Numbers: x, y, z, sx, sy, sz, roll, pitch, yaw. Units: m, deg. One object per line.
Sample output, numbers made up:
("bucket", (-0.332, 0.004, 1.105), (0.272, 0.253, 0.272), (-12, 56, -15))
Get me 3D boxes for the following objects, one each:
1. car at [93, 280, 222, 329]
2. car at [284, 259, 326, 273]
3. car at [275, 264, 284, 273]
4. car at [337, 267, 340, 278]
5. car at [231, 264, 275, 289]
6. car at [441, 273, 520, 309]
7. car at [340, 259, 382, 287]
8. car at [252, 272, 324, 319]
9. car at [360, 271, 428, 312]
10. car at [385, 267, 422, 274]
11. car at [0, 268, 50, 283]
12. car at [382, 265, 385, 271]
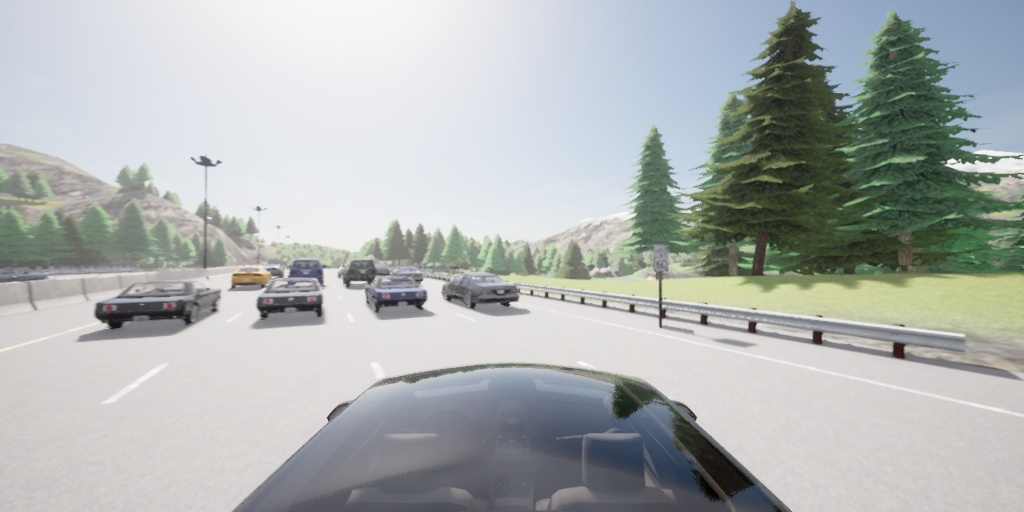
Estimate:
("car", (-11.210, 1.446, 11.821), (1.895, 1.301, 4.718), (0, -1, -28))
("car", (-14.864, 1.218, 26.086), (2.150, 2.045, 5.566), (0, 0, -28))
("car", (-24.781, 1.591, 37.211), (2.128, 1.511, 4.902), (0, -1, -28))
("car", (-18.616, 1.671, 40.527), (1.812, 1.442, 4.674), (0, -1, -28))
("car", (-18.734, 1.462, 25.932), (1.882, 1.535, 5.008), (0, 0, -28))
("car", (-1.604, 1.451, 16.107), (2.033, 1.411, 5.357), (0, -1, -28))
("car", (-11.784, 1.242, 27.749), (2.150, 2.045, 5.566), (0, 0, -28))
("car", (-8.125, 1.469, 13.473), (1.895, 1.301, 4.718), (0, -1, -28))
("car", (-5.037, 1.491, 15.121), (1.895, 1.301, 4.718), (0, -1, -28))
("car", (-8.674, 1.587, 29.348), (2.033, 1.411, 5.357), (0, -1, -28))
("car", (-33.688, 1.504, 24.126), (1.994, 1.385, 4.181), (0, -1, -28))
("car", (-15.539, 1.732, 42.196), (1.994, 1.385, 4.181), (0, -1, -28))
